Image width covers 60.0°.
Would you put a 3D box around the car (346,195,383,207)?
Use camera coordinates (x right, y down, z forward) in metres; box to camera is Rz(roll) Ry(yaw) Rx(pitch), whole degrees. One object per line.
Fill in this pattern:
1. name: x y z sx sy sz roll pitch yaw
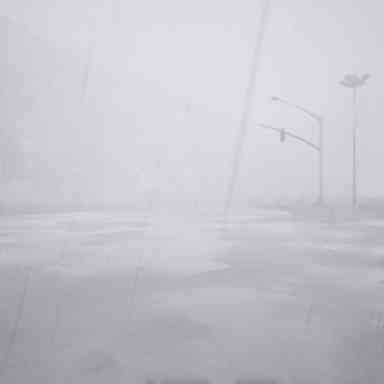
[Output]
1. car: 21.322 1.367 40.685 4.892 1.490 1.837 0 0 -35

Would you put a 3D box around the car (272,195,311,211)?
1. car: 12.091 1.441 38.418 5.357 1.411 2.033 0 0 -36

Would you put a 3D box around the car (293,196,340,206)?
1. car: 13.046 1.423 34.795 4.674 1.442 1.812 0 0 -35

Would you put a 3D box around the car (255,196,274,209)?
1. car: 10.547 1.244 41.606 4.553 1.767 2.097 0 0 -35

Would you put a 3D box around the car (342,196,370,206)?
1. car: 25.970 1.333 52.495 4.892 1.490 1.837 0 0 -35

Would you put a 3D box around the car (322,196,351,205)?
1. car: 24.093 1.375 55.454 5.357 1.411 2.033 0 0 -36

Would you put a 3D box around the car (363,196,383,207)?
1. car: 27.398 1.393 49.244 4.181 1.385 1.994 0 0 -35

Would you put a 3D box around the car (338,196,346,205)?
1. car: 20.197 1.460 44.172 4.718 1.301 1.895 0 0 -35

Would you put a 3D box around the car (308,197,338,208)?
1. car: 18.685 1.422 47.365 4.181 1.385 1.994 0 0 -34

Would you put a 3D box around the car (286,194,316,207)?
1. car: 16.429 1.212 50.065 4.553 1.767 2.097 0 0 -35

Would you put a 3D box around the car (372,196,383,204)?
1. car: 33.176 1.360 57.718 4.181 1.385 1.994 0 0 -38

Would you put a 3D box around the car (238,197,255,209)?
1. car: 8.281 1.386 44.289 4.902 1.511 2.128 0 0 -35

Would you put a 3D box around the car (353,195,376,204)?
1. car: 31.790 1.273 61.118 5.008 1.535 1.882 0 0 -38
